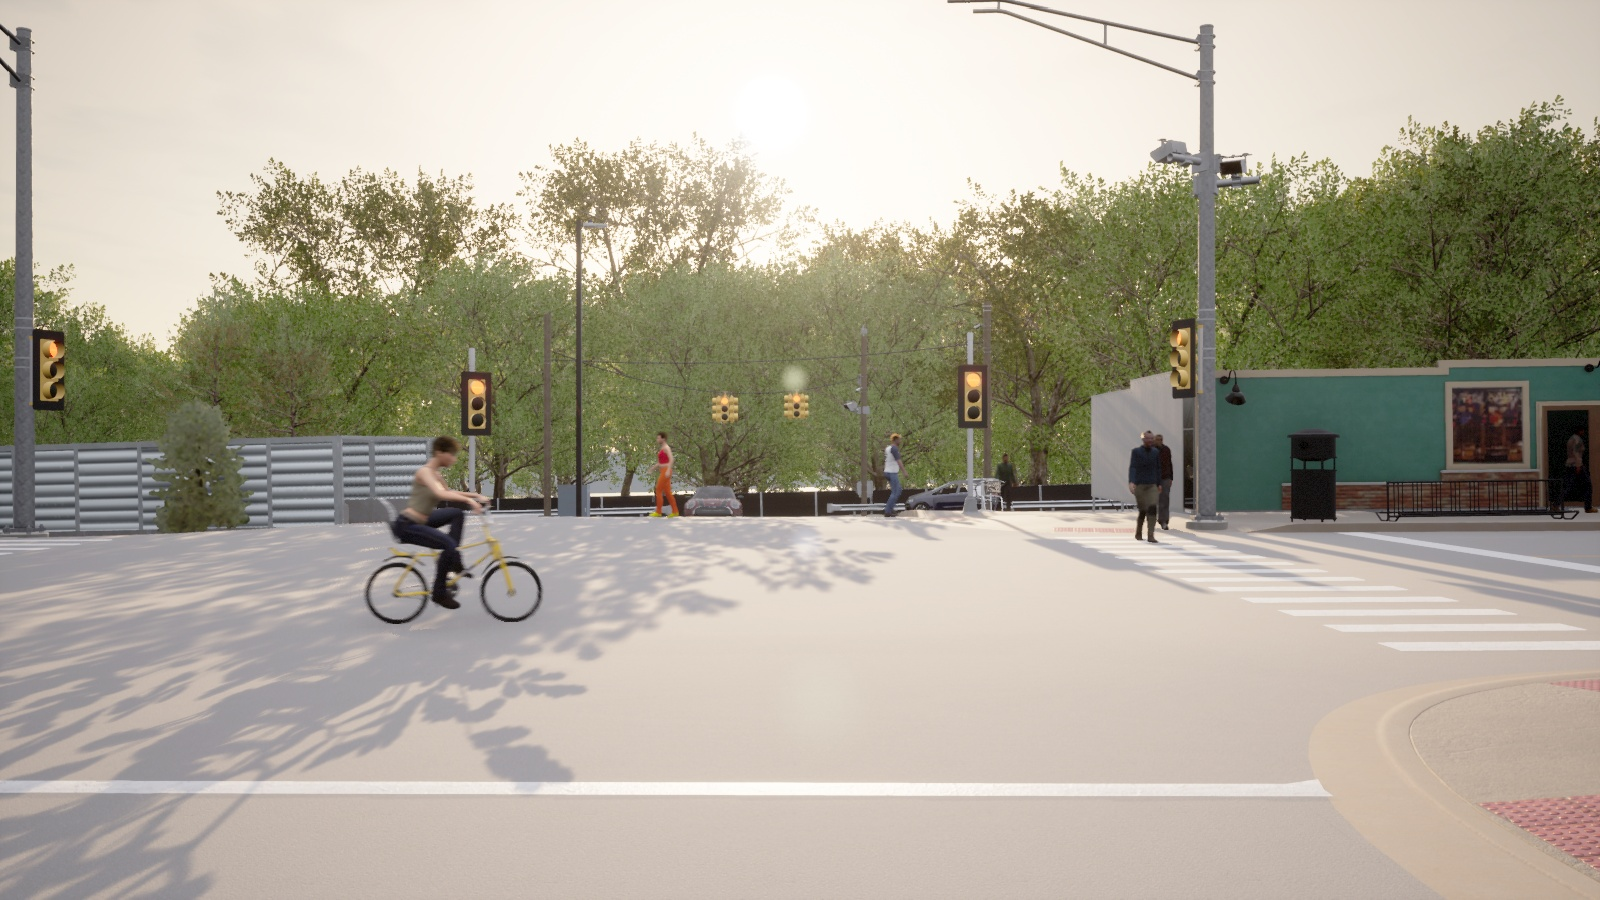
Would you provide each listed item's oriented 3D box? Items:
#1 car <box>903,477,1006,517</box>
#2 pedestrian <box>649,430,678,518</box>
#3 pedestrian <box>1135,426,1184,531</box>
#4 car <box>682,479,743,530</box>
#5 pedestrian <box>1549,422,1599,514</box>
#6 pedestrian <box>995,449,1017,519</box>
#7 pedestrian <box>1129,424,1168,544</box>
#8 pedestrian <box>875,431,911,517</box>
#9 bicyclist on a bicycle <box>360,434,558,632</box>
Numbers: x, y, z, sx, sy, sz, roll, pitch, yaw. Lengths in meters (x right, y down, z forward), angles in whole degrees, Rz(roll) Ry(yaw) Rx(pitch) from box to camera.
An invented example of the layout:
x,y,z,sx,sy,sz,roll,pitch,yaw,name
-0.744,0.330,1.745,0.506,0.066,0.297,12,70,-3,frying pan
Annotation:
x,y,z,sx,sy,sz,roll,pitch,yaw,name
7.188,2.189,58.497,4.611,1.667,2.242,-2,0,8,car
-2.887,0.506,26.567,0.594,1.836,0.345,0,0,-10,pedestrian
6.451,0.499,22.568,0.634,1.844,0.899,0,0,1,pedestrian
-3.193,2.089,46.758,2.097,1.767,4.553,0,-4,-2,car
15.343,0.355,24.822,0.869,1.805,0.328,0,0,2,pedestrian
5.863,0.957,35.784,0.423,1.949,0.788,0,0,-5,pedestrian
5.474,0.523,19.728,0.402,1.842,0.726,0,0,0,pedestrian
2.010,0.517,27.089,0.706,1.836,0.354,0,0,-14,pedestrian
-2.875,0.674,10.727,1.509,1.612,0.866,0,0,-5,bicyclist on a bicycle
